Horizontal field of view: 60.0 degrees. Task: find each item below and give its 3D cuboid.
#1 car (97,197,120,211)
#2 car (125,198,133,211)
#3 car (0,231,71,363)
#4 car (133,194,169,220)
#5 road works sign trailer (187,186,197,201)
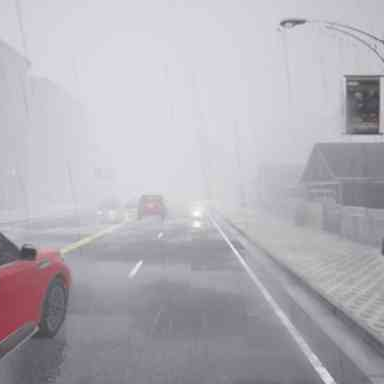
[{"bbox_3d":[-9.836,1.442,39.686,1.837,1.490,4.892,0,0,0],"label":"car"},{"bbox_3d":[-6.587,1.415,39.462,1.882,1.535,5.008,0,0,0],"label":"car"},{"bbox_3d":[-3.149,1.216,3.382,2.150,2.045,5.566,0,0,0],"label":"car"},{"bbox_3d":[-3.161,1.178,27.639,2.150,2.045,5.566,0,0,0],"label":"car"},{"bbox_3d":[0.001,0.340,78.046,2.380,3.560,2.880,0,0,0],"label":"road works sign trailer"}]
